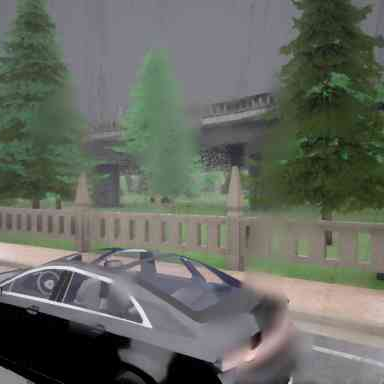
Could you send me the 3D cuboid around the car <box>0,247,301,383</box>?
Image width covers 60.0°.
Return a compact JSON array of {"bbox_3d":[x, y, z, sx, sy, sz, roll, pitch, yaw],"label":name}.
[{"bbox_3d":[-1.183,1.492,4.242,4.902,1.511,2.128,0,0,33],"label":"car"}]
